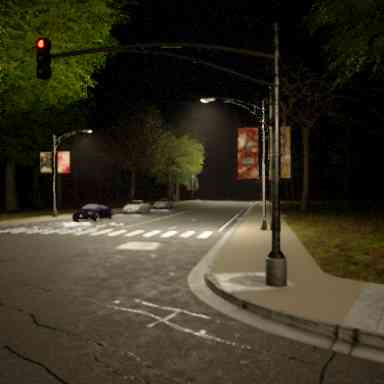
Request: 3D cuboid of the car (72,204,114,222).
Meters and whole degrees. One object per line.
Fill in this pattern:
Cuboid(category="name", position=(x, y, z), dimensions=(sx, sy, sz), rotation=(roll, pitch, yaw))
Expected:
Cuboid(category="car", position=(-8.328, 1.725, 28.209), dimensions=(1.994, 1.385, 4.181), rotation=(0, 0, 13))

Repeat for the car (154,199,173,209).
Cuboid(category="car", position=(-4.088, 1.724, 48.043), dimensions=(1.812, 1.442, 4.674), rotation=(0, 0, 13))

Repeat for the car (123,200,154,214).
Cuboid(category="car", position=(-6.231, 1.705, 38.048), dimensions=(1.812, 1.442, 4.674), rotation=(0, 0, 12))
